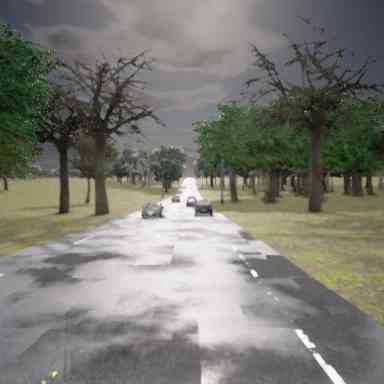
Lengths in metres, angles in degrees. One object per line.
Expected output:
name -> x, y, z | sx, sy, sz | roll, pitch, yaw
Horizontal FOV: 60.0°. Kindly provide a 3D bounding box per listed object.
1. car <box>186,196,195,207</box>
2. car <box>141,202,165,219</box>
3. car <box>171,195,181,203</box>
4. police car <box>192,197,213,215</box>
car -> -0.016, 1.755, 55.653 | 1.994, 1.385, 4.181 | 0, 0, 0
car -> -3.604, 1.669, 31.378 | 2.128, 1.511, 4.902 | 0, 0, 0
car -> -3.522, 1.484, 73.212 | 1.882, 1.535, 5.008 | 0, 1, 0
police car -> 1.214, 1.628, 36.216 | 1.930, 1.638, 5.238 | 0, 0, 0
